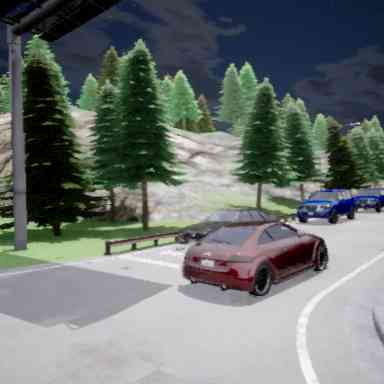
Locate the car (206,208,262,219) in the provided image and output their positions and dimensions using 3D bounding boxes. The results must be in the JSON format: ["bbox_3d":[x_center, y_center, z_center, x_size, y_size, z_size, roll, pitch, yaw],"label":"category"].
[{"bbox_3d":[1.774,1.394,13.781,2.033,1.411,5.357,-2,0,42],"label":"car"}]

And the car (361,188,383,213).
[{"bbox_3d":[15.970,0.689,29.622,2.150,2.045,5.566,-2,0,42],"label":"car"}]

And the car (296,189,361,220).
[{"bbox_3d":[8.844,0.880,21.682,2.150,2.045,5.566,-2,0,42],"label":"car"}]

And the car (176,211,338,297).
[{"bbox_3d":[1.699,1.383,8.187,1.994,1.385,4.181,-2,0,44],"label":"car"}]
